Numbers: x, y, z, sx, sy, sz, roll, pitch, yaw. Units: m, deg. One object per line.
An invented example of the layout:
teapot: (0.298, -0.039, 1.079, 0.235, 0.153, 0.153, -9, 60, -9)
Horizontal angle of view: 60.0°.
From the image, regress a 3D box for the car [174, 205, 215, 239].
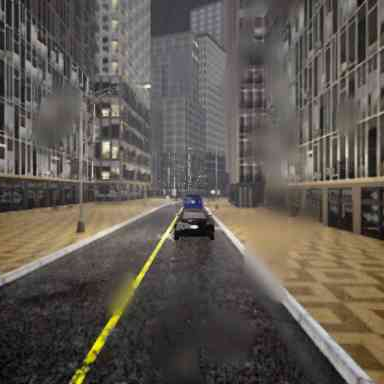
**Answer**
car: (0.105, 1.572, 17.308, 1.994, 1.385, 4.181, 0, 0, 0)

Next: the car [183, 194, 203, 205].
car: (0.114, 1.248, 38.915, 2.150, 2.045, 5.566, 0, 0, 0)
